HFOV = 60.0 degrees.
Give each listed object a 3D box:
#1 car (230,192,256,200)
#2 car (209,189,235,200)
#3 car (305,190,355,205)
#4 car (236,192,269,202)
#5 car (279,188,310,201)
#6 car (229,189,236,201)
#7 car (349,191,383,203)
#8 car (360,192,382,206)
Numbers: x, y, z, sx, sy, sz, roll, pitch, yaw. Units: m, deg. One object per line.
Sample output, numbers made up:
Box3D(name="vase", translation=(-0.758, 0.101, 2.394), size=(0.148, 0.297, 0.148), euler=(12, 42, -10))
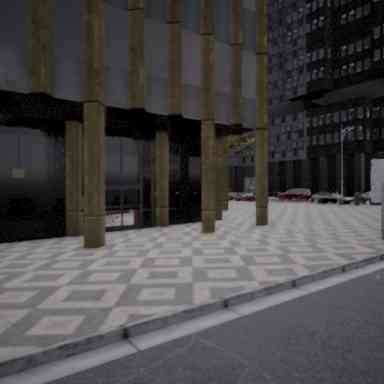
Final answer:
Box3D(name="car", translation=(8.800, 0.683, 57.947), size=(1.947, 1.339, 4.313), euler=(0, 0, -36))
Box3D(name="car", translation=(5.594, 0.444, 62.433), size=(2.192, 1.841, 5.009), euler=(0, 0, -36))
Box3D(name="car", translation=(14.684, 0.684, 35.042), size=(1.947, 1.339, 4.313), euler=(0, 0, -36))
Box3D(name="car", translation=(8.275, 0.722, 44.015), size=(1.802, 1.307, 4.206), euler=(0, 0, -36))
Box3D(name="car", translation=(15.206, 0.409, 48.975), size=(2.192, 1.841, 5.009), euler=(0, 0, -36))
Box3D(name="car", translation=(5.069, 0.467, 48.500), size=(2.192, 1.841, 5.009), euler=(0, 0, -36))
Box3D(name="car", translation=(21.616, 0.623, 40.004), size=(2.008, 1.369, 4.403), euler=(0, 0, -36))
Box3D(name="car", translation=(17.888, 0.659, 30.556), size=(2.008, 1.369, 4.403), euler=(0, 0, -36))
